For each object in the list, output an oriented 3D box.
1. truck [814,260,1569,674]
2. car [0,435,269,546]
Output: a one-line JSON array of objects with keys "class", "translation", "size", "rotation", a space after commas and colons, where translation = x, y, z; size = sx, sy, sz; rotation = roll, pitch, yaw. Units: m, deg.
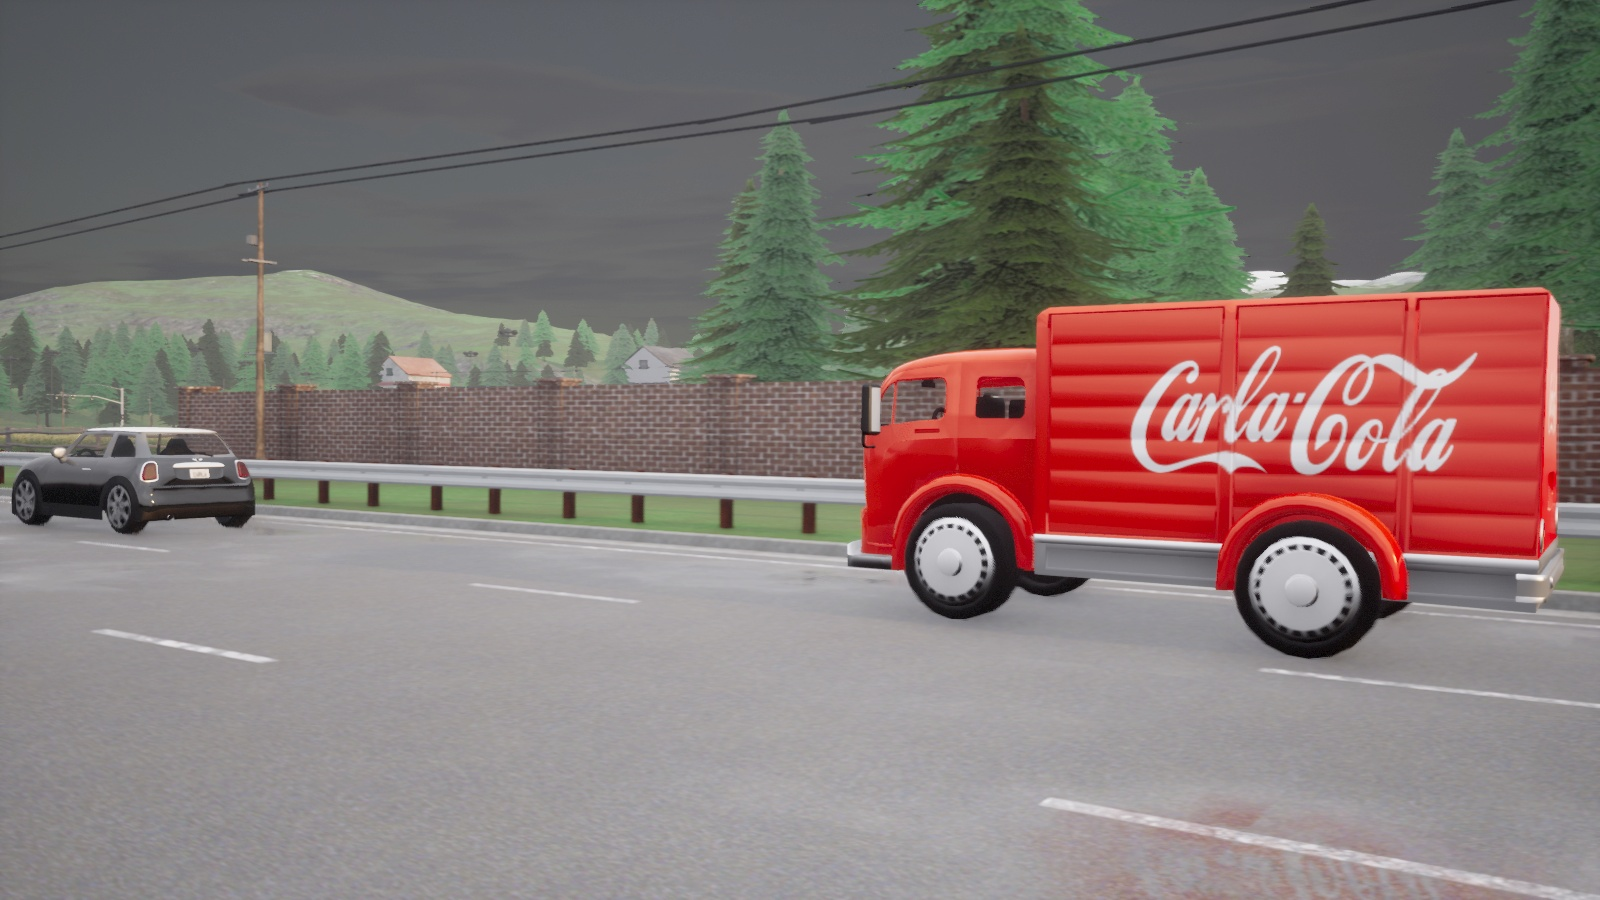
[{"class": "truck", "translation": [3.023, 0.081, 10.009], "size": [5.204, 2.467, 2.627], "rotation": [0, 1, 34]}, {"class": "car", "translation": [-9.908, 0.533, 18.607], "size": [3.806, 1.475, 1.970], "rotation": [0, 1, 34]}]
